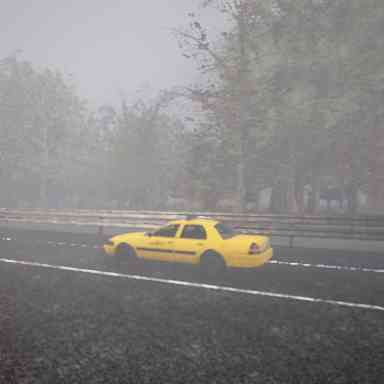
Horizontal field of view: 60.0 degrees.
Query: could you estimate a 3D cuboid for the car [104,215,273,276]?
[{"bbox_3d":[-0.271,1.513,10.398,5.366,1.575,1.801,0,0,26],"label":"car"}]
